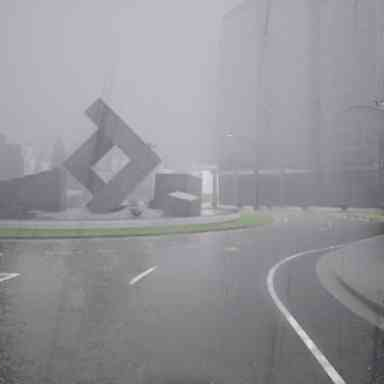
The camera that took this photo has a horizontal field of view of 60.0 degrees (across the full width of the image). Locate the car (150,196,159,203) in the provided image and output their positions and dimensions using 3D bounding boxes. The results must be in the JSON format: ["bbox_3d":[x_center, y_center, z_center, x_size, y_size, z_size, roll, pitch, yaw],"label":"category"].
[{"bbox_3d":[-10.617,2.174,95.018,2.097,1.767,4.553,0,-1,-1],"label":"car"}]

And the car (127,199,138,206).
[{"bbox_3d":[-12.148,2.175,63.470,1.882,1.535,5.008,0,0,20],"label":"car"}]

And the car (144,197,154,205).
[{"bbox_3d":[-10.358,2.469,79.266,1.895,1.301,4.718,0,-1,-1],"label":"car"}]
